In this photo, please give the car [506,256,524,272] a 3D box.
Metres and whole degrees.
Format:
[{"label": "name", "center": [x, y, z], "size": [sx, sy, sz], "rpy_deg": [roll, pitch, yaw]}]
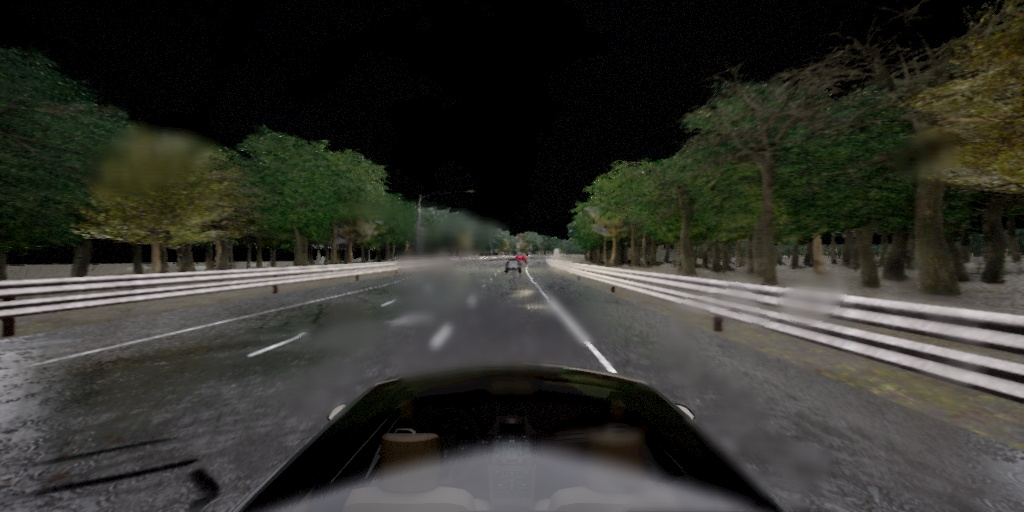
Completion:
[{"label": "car", "center": [0.206, 1.124, 44.832], "size": [2.033, 1.649, 4.856], "rpy_deg": [0, 1, 1]}]
